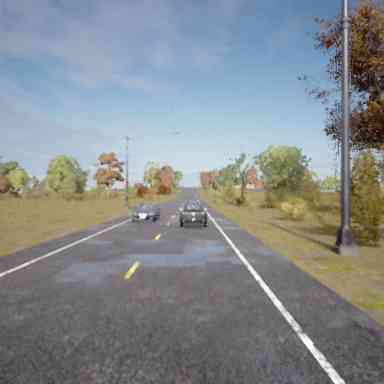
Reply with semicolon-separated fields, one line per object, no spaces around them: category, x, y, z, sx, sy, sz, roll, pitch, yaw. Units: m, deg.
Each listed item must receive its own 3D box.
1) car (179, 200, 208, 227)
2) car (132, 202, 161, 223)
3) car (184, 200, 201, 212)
car;0.100;1.581;23.844;2.128;1.511;4.902;0;0;0
car;-3.582;1.591;26.717;2.128;1.511;4.902;0;0;0
car;0.099;1.713;41.681;1.994;1.385;4.181;0;0;0
